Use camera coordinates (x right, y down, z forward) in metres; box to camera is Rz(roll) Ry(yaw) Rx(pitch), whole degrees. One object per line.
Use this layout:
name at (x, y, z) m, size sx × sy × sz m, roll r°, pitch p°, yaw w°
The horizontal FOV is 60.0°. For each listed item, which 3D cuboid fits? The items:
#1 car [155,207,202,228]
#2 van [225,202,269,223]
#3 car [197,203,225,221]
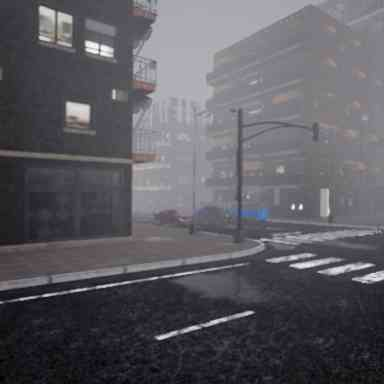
car at (-1.404, 2.038, 26.369) m, size 1.802 × 1.307 × 4.206 m, roll 0°, pitch -1°, yaw -36°
van at (5.340, 1.863, 31.284) m, size 1.690 × 1.788 × 3.998 m, roll 0°, pitch -1°, yaw -36°
car at (1.842, 2.095, 33.153) m, size 1.812 × 1.442 × 4.674 m, roll 3°, pitch -3°, yaw -38°
